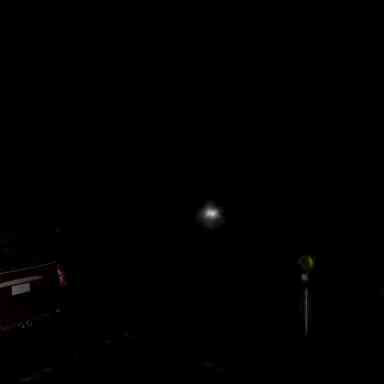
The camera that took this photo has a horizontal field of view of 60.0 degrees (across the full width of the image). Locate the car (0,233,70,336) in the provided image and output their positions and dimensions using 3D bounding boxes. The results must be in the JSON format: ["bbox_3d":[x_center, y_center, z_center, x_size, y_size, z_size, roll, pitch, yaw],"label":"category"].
[{"bbox_3d":[-4.079,1.440,5.988,4.097,1.590,1.967,0,0,36],"label":"car"}]
